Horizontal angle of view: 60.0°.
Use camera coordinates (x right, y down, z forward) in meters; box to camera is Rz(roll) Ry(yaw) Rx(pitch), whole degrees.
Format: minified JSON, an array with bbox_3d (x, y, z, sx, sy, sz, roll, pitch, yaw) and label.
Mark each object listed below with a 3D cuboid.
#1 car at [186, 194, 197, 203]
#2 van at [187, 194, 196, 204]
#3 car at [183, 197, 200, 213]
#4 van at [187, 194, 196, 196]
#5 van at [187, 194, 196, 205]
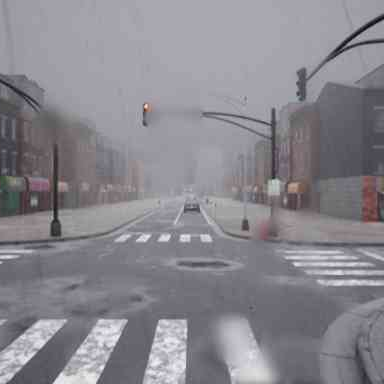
[{"bbox_3d":[-0.140,1.331,70.353,2.192,1.841,5.009,0,0,0],"label":"car"},{"bbox_3d":[-0.119,1.352,64.748,1.690,1.788,3.998,0,0,0],"label":"van"},{"bbox_3d":[-0.016,1.566,36.720,1.947,1.339,4.313,0,0,0],"label":"car"},{"bbox_3d":[-0.079,1.344,53.537,1.690,1.788,3.998,0,0,0],"label":"van"},{"bbox_3d":[-0.099,1.348,59.143,1.690,1.788,3.998,0,0,0],"label":"van"}]
